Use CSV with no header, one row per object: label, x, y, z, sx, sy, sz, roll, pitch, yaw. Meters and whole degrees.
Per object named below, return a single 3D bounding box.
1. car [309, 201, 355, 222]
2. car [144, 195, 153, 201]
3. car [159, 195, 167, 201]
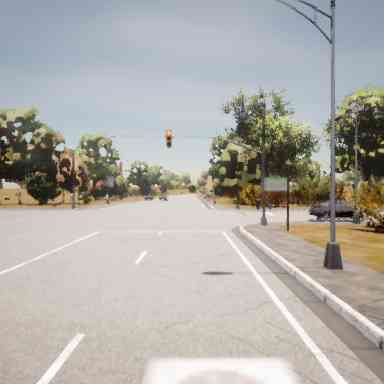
car,11.634,1.437,25.781,4.902,1.511,2.128,0,0,3
car,-10.500,1.452,80.924,1.837,1.490,4.892,0,0,0
car,-7.000,1.452,80.924,1.837,1.490,4.892,0,0,0
